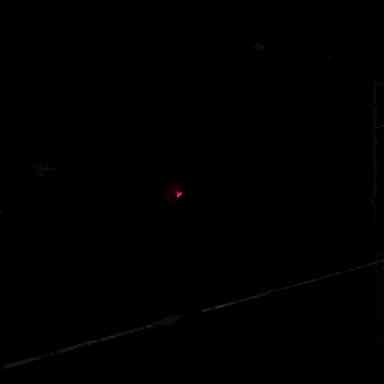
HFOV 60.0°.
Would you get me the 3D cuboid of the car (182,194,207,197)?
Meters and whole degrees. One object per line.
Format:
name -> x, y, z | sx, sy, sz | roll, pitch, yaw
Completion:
car -> 0.623, 1.207, 36.696 | 2.150, 2.045, 5.566 | 0, 0, -37
